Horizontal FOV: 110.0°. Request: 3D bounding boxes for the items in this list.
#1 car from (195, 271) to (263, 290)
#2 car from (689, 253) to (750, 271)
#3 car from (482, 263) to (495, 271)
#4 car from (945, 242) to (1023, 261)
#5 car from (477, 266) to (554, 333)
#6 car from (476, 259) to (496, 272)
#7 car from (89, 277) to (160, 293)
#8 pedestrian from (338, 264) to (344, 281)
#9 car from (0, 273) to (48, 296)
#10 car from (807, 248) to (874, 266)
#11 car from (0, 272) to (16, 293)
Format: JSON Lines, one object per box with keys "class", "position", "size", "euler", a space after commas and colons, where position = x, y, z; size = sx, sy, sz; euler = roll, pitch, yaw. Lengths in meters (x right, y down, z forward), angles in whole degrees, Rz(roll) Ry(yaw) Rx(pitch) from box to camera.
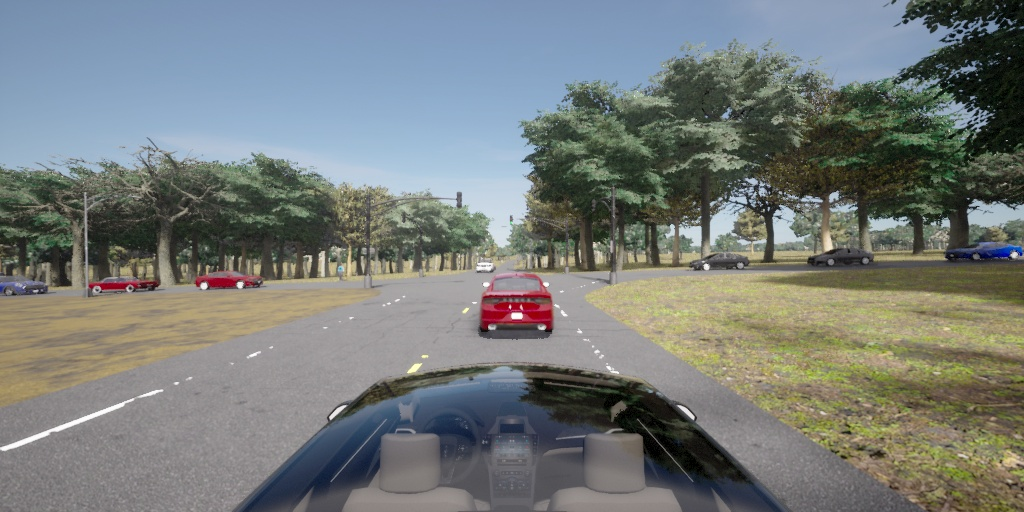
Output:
{"class": "car", "position": [-23.696, 1.993, 30.162], "size": [5.008, 1.535, 1.882], "euler": [-2, -1, 2]}
{"class": "car", "position": [18.452, 0.501, 32.067], "size": [4.892, 1.490, 1.837], "euler": [-2, -1, 2]}
{"class": "car", "position": [-4.103, 1.950, 62.908], "size": [1.994, 1.385, 4.181], "euler": [0, -1, 0]}
{"class": "car", "position": [40.809, -0.394, 31.123], "size": [5.008, 1.535, 1.882], "euler": [-2, -1, 3]}
{"class": "car", "position": [0.127, 1.236, 10.787], "size": [1.882, 1.535, 5.008], "euler": [0, 0, 0]}
{"class": "car", "position": [-3.934, 1.427, 52.958], "size": [2.150, 2.045, 5.566], "euler": [0, -1, 1]}
{"class": "car", "position": [-33.054, 2.435, 30.580], "size": [4.718, 1.301, 1.895], "euler": [-2, -1, 3]}
{"class": "pedestrian", "position": [-17.922, 1.690, 37.511], "size": [0.375, 1.860, 0.375], "euler": [0, 1, 3]}
{"class": "car", "position": [-43.335, 2.521, 31.069], "size": [4.553, 1.767, 2.097], "euler": [-2, -1, 3]}
{"class": "car", "position": [28.873, 0.090, 31.633], "size": [4.892, 1.490, 1.837], "euler": [-2, -1, 2]}
{"class": "car", "position": [-52.828, 2.722, 35.171], "size": [5.566, 2.045, 2.150], "euler": [-2, -1, 3]}
